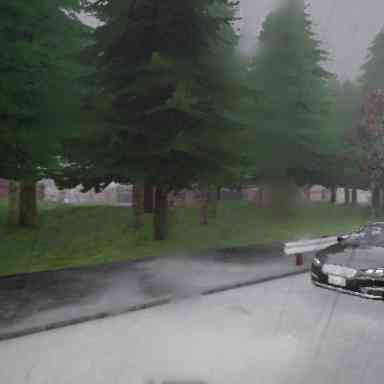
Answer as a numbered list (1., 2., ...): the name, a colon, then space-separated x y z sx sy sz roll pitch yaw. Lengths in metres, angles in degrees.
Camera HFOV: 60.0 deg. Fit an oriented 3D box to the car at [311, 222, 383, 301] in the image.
1. car: 4.899 1.517 8.093 4.902 1.511 2.128 0 0 -35
